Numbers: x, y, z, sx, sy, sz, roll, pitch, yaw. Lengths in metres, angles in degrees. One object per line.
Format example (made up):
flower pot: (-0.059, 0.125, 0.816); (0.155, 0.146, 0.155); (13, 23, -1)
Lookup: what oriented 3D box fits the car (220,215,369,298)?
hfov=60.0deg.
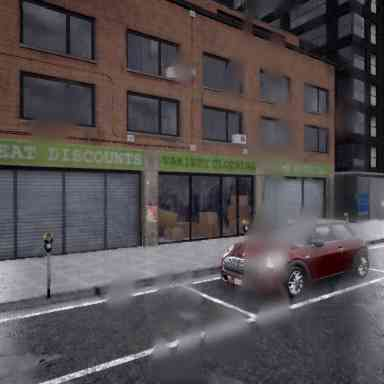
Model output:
car: (2.644, 1.440, 8.421); (4.097, 1.590, 1.967); (0, 0, -36)
